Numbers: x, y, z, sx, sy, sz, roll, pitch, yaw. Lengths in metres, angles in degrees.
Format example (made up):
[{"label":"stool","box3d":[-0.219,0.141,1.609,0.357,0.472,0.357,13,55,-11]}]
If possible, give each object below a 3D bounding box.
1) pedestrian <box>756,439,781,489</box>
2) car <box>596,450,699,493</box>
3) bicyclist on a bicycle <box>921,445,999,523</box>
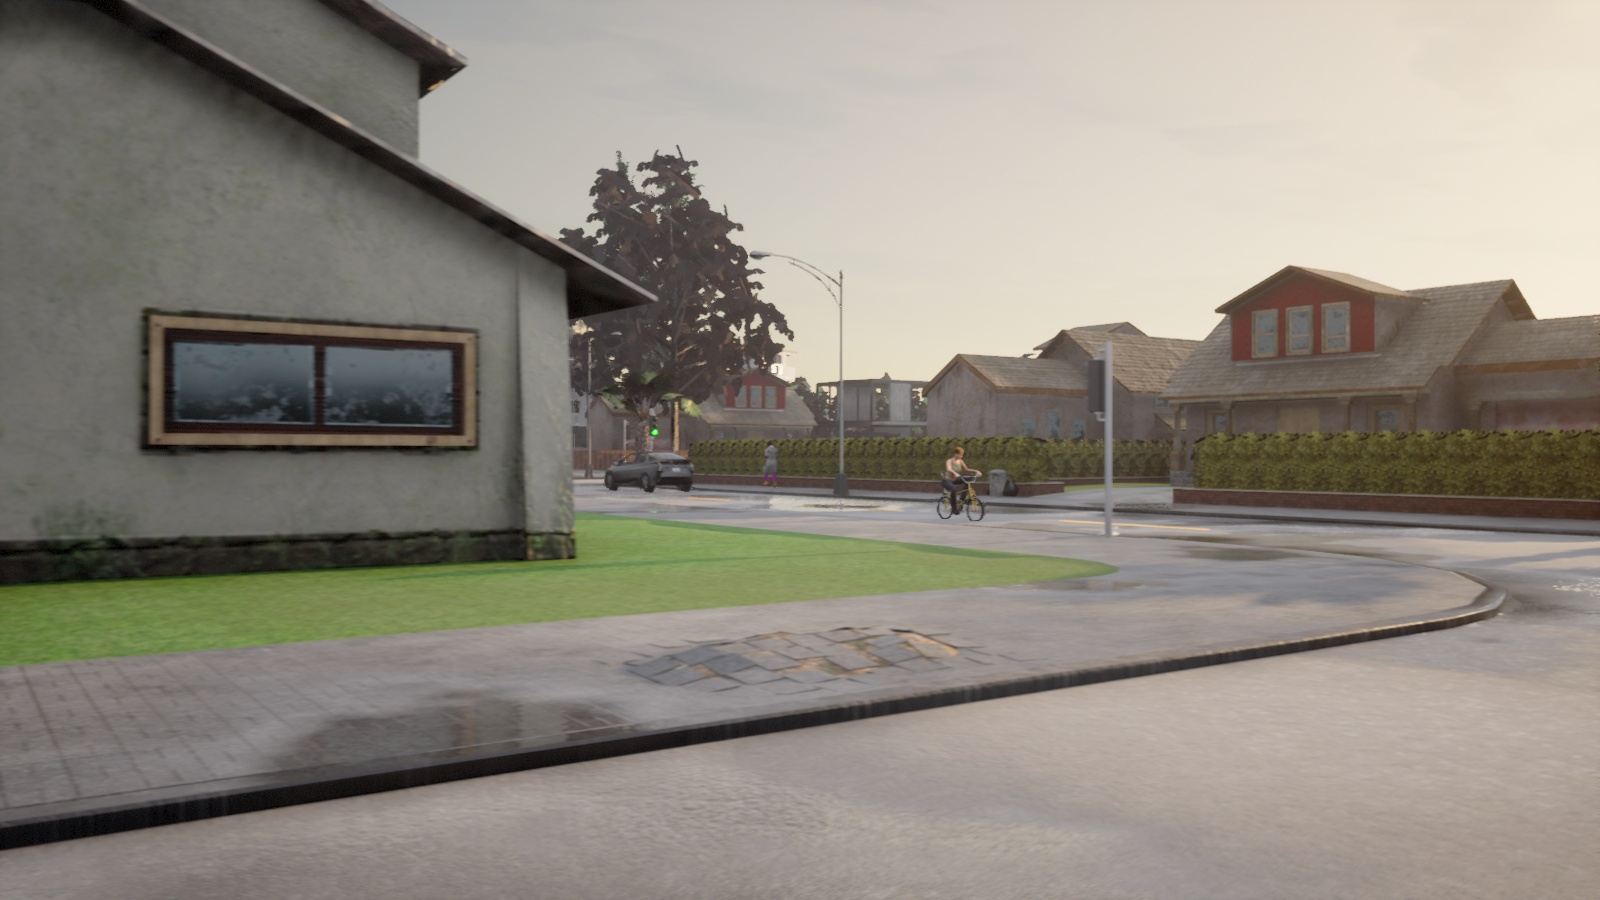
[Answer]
[{"label":"pedestrian","box3d":[-1.260,0.541,49.890,0.659,1.952,0.873,0,0,-31]},{"label":"car","box3d":[-5.828,0.789,47.593,2.007,1.525,4.514,0,0,-35]},{"label":"bicyclist on a bicycle","box3d":[3.459,0.716,27.196,0.866,1.612,1.509,0,1,-35]}]
